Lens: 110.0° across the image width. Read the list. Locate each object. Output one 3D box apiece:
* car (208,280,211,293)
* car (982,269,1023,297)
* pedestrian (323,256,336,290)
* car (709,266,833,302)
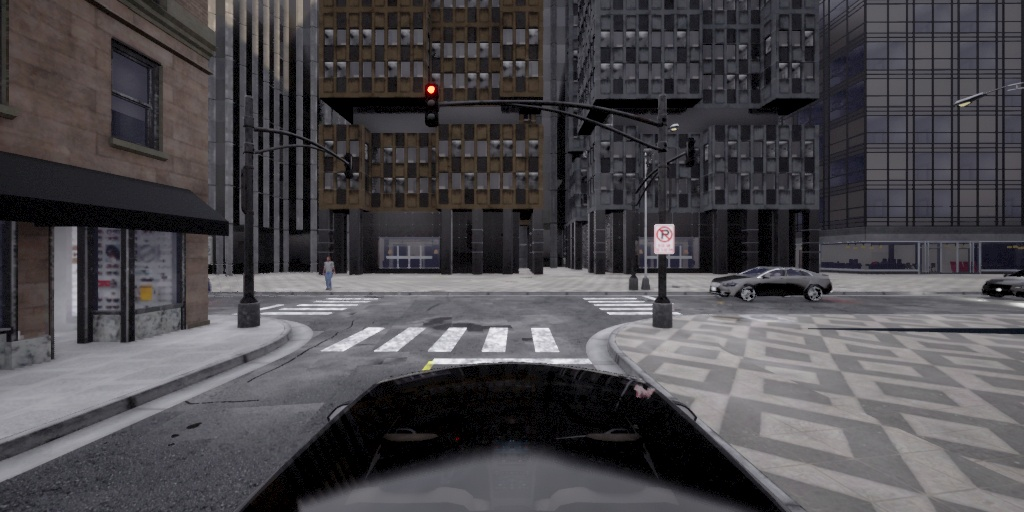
[{"bbox_3d":[-16.749,1.122,16.487,4.553,1.767,2.097,0,0,0],"label":"car"},{"bbox_3d":[24.455,1.213,16.205,4.892,1.490,1.837,-2,0,1],"label":"car"},{"bbox_3d":[-9.929,0.902,19.476,0.375,1.860,0.375,0,0,0],"label":"pedestrian"},{"bbox_3d":[11.634,1.223,16.297,4.902,1.511,2.128,0,0,0],"label":"car"}]
